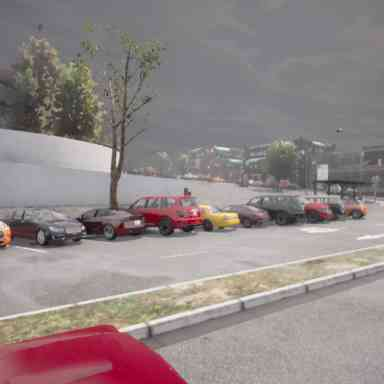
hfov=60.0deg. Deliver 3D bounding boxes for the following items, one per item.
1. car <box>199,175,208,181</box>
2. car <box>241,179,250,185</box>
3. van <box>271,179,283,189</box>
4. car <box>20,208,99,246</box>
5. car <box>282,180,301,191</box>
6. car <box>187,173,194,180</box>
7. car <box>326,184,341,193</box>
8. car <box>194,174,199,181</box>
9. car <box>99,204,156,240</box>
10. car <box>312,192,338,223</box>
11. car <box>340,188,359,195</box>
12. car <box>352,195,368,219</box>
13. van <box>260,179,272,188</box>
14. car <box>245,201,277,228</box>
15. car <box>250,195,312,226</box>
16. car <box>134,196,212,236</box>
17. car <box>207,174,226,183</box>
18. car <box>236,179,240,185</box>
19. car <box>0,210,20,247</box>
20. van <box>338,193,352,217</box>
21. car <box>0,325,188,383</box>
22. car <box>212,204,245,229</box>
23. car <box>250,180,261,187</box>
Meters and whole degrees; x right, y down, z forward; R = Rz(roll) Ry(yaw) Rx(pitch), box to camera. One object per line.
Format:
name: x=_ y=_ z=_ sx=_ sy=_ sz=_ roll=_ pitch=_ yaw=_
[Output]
car: x=5.139 y=-3.714 z=89.576 sx=2.435 sy=2.045 sz=5.566 roll=7 pitch=3 yaw=34
car: x=13.841 y=-2.058 z=77.346 sx=2.002 sy=1.452 sz=4.674 roll=7 pitch=4 yaw=35
van: x=18.977 y=-1.506 z=69.824 sx=1.878 sy=1.987 sz=4.442 roll=7 pitch=4 yaw=35
car: x=-6.922 y=1.494 z=15.278 sx=4.892 sy=1.521 sz=2.231 roll=-1 pitch=-1 yaw=35
car: x=20.737 y=-1.007 z=67.462 sx=2.231 sy=1.521 sz=4.892 roll=7 pitch=3 yaw=35
car: x=1.614 y=-4.100 z=94.511 sx=2.185 sy=1.767 sz=4.553 roll=4 pitch=1 yaw=33
car: x=25.949 y=-0.441 z=60.077 sx=2.435 sy=2.045 sz=5.566 roll=7 pitch=3 yaw=35
car: x=3.345 y=-3.865 z=92.042 sx=2.185 sy=1.767 sz=4.553 roll=6 pitch=3 yaw=34
car: x=-4.503 y=1.524 z=17.024 sx=4.792 sy=1.488 sz=2.163 roll=-1 pitch=-1 yaw=35
car: x=7.808 y=1.262 z=25.689 sx=5.566 sy=2.045 sz=2.435 roll=-1 pitch=-1 yaw=35
car: x=27.640 y=0.121 z=57.605 sx=2.002 sy=1.452 sz=4.674 roll=7 pitch=3 yaw=35
car: x=12.755 y=1.397 z=29.110 sx=4.553 sy=1.767 sz=2.185 roll=-1 pitch=-1 yaw=35
van: x=17.247 y=-1.779 z=72.295 sx=1.878 sy=1.987 sz=4.442 roll=7 pitch=4 yaw=35
car: x=2.867 y=1.545 z=22.226 sx=4.674 sy=1.452 sz=2.002 roll=-1 pitch=-1 yaw=35
car: x=5.295 y=1.258 z=23.984 sx=5.566 sy=2.045 sz=2.435 roll=-1 pitch=-1 yaw=35
car: x=-2.058 y=1.246 z=18.770 sx=5.566 sy=2.045 sz=2.435 roll=-1 pitch=-1 yaw=35
car: x=6.991 y=-3.191 z=87.317 sx=1.946 sy=1.575 sz=5.366 roll=7 pitch=3 yaw=34
car: x=12.098 y=-2.332 z=79.808 sx=2.002 sy=1.452 sz=4.674 roll=7 pitch=3 yaw=35
car: x=-9.389 y=1.367 z=13.552 sx=4.553 sy=1.767 sz=2.185 roll=-1 pitch=-1 yaw=34
van: x=10.346 y=1.291 z=27.359 sx=4.442 sy=1.987 sz=1.878 roll=-1 pitch=-1 yaw=35
car: x=-2.114 y=1.601 z=1.625 sx=4.718 sy=1.301 sz=1.895 roll=0 pitch=0 yaw=-36
car: x=0.261 y=1.501 z=20.598 sx=5.366 sy=1.575 sz=1.946 roll=-1 pitch=-1 yaw=35
car: x=15.672 y=-1.827 z=75.026 sx=1.946 sy=1.575 sz=5.366 roll=7 pitch=3 yaw=35
